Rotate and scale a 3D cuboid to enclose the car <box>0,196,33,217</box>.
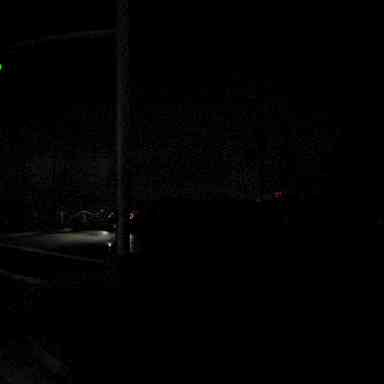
[{"bbox_3d":[-15.798,1.340,26.888,2.007,1.523,4.514,0,0,35],"label":"car"}]

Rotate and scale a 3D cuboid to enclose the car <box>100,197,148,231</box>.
[{"bbox_3d":[-3.034,1.352,20.545,2.097,1.767,4.553,0,0,35],"label":"car"}]

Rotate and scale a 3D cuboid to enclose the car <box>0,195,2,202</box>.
[{"bbox_3d":[-41.403,1.298,67.525,2.007,1.523,4.514,0,0,35],"label":"car"}]

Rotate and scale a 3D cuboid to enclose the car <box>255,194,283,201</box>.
[{"bbox_3d":[8.436,1.221,37.032,2.150,2.045,5.566,0,0,35],"label":"car"}]

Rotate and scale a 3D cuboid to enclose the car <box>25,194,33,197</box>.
[{"bbox_3d":[-34.342,1.232,71.164,1.970,1.475,3.806,0,0,35],"label":"car"}]

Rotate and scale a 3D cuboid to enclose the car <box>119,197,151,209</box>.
[{"bbox_3d":[-7.488,1.384,43.809,1.970,1.475,3.806,0,0,35],"label":"car"}]

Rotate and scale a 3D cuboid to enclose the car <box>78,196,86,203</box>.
[{"bbox_3d":[-18.471,1.077,60.333,1.905,1.878,3.866,0,0,35],"label":"car"}]

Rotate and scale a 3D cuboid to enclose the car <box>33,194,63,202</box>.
[{"bbox_3d":[-28.916,1.154,67.722,2.152,1.636,5.027,0,0,35],"label":"car"}]

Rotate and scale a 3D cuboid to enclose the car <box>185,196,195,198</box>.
[{"bbox_3d":[-0.769,1.374,48.146,1.845,1.501,3.633,0,0,35],"label":"car"}]

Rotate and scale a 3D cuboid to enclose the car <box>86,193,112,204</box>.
[{"bbox_3d":[-15.861,1.097,58.991,1.932,1.855,4.605,0,0,35],"label":"car"}]
